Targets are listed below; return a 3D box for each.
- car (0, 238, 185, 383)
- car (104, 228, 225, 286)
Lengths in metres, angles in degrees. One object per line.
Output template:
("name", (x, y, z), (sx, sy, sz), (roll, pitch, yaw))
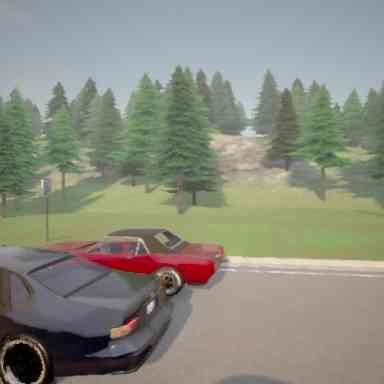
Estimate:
("car", (-2.979, 1.538, 4.774), (5.357, 1.411, 2.033), (0, 0, 12))
("car", (-1.654, 1.555, 8.043), (4.718, 1.301, 1.895), (0, 0, 12))
